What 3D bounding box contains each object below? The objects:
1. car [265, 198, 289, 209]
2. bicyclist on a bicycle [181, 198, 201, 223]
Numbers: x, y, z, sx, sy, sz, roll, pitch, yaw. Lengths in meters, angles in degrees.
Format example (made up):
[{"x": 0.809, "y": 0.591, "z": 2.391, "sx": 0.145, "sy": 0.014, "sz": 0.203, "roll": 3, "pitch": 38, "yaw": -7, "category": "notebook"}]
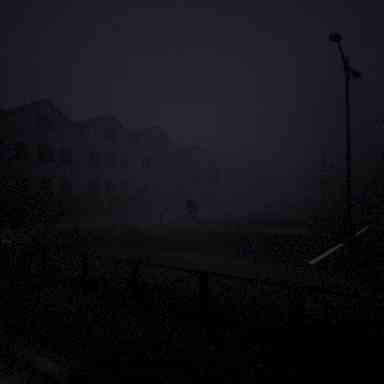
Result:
[{"x": 11.708, "y": 1.555, "z": 45.760, "sx": 2.033, "sy": 1.411, "sz": 5.357, "roll": -1, "pitch": 0, "yaw": 32, "category": "car"}, {"x": -0.101, "y": 1.259, "z": 22.112, "sx": 1.656, "sy": 1.620, "sz": 0.582, "roll": -1, "pitch": -1, "yaw": 35, "category": "bicyclist on a bicycle"}]
